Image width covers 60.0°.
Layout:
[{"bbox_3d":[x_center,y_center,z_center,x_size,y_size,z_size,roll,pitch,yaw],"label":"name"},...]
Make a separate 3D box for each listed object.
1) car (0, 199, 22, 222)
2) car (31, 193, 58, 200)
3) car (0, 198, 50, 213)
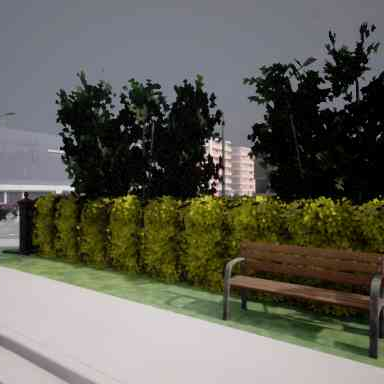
[{"bbox_3d":[-15.315,1.471,24.234,1.882,1.535,5.008,0,0,35],"label":"car"},{"bbox_3d":[-15.236,1.167,36.874,2.150,2.045,5.566,0,0,36],"label":"car"},{"bbox_3d":[-19.062,1.502,37.544,2.033,1.411,5.357,0,0,35],"label":"car"}]
